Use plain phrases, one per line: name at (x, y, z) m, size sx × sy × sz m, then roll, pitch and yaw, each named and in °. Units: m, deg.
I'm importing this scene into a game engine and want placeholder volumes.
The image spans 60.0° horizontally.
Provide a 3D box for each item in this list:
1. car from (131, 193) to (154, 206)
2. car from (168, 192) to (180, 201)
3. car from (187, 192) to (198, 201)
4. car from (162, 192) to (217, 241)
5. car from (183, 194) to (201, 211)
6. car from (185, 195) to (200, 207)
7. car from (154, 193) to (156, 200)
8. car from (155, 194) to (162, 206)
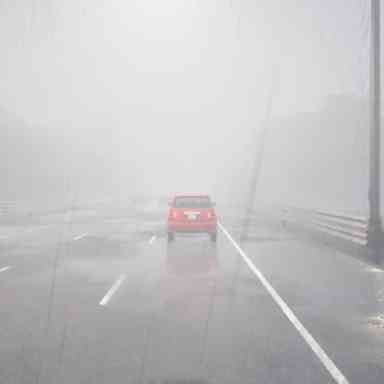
car at (-6.998, 0.975, 46.008) m, size 2.097 × 1.767 × 4.553 m, roll 0°, pitch 0°, yaw 0°
car at (-3.445, 0.836, 64.065) m, size 2.097 × 1.767 × 4.553 m, roll 0°, pitch 0°, yaw 0°
car at (0.052, 0.838, 63.813) m, size 2.097 × 1.767 × 4.553 m, roll 0°, pitch 0°, yaw 0°
car at (0.000, 1.069, 16.002) m, size 2.150 × 2.045 × 5.566 m, roll 0°, pitch 0°, yaw 0°
car at (-0.036, 1.143, 37.407) m, size 1.882 × 1.535 × 5.008 m, roll 0°, pitch 2°, yaw -2°
car at (-0.017, 1.197, 42.483) m, size 1.812 × 1.442 × 4.674 m, roll 0°, pitch -1°, yaw -1°
car at (-6.950, 1.013, 63.567) m, size 1.812 × 1.442 × 4.674 m, roll 0°, pitch 0°, yaw 0°
car at (-3.496, 1.103, 45.840) m, size 1.882 × 1.535 × 5.008 m, roll 0°, pitch 1°, yaw 0°
